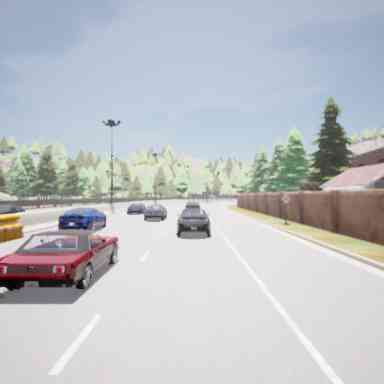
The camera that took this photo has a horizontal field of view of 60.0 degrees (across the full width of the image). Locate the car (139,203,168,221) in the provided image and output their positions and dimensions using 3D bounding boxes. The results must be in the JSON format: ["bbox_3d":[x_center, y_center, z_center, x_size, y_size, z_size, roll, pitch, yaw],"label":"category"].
[{"bbox_3d":[-3.397,1.903,31.515,2.033,1.411,5.357,0,-1,0],"label":"car"}]

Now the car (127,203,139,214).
[{"bbox_3d":[-6.897,2.039,42.133,1.994,1.385,4.181,0,-1,0],"label":"car"}]

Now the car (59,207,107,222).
[{"bbox_3d":[-6.898,1.720,21.499,1.882,1.535,5.008,0,-1,0],"label":"car"}]

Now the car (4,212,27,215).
[{"bbox_3d":[-17.498,1.881,31.597,1.812,1.442,4.674,0,-1,0],"label":"car"}]

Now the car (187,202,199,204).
[{"bbox_3d":[0.103,1.946,41.637,1.882,1.535,5.008,0,0,0],"label":"car"}]

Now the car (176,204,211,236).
[{"bbox_3d":[0.101,1.717,19.840,2.128,1.511,4.902,0,-1,0],"label":"car"}]

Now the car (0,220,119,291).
[{"bbox_3d":[-3.399,1.707,9.286,1.895,1.301,4.718,0,-1,0],"label":"car"}]
